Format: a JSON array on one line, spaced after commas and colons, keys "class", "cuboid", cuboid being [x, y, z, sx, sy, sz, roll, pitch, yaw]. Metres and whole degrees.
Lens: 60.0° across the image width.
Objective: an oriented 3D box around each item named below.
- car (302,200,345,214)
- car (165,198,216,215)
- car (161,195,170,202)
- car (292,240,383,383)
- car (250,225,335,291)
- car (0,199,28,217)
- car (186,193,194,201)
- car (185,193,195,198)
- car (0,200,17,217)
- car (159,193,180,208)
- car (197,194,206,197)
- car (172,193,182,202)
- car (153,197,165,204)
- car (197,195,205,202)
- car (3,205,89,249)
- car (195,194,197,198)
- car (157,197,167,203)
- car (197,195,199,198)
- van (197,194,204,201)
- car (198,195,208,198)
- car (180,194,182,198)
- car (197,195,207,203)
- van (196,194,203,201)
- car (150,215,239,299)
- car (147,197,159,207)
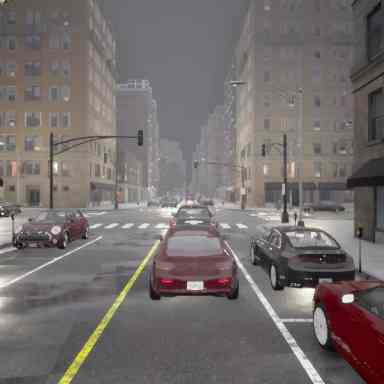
[{"class": "car", "cuboid": [14.647, 1.648, 37.215, 4.674, 1.442, 1.812, 0, 0, 1]}, {"class": "car", "cuboid": [0.071, 1.358, 15.647, 2.097, 1.767, 4.553, 0, 0, 0]}, {"class": "car", "cuboid": [-6.384, 1.559, 80.178, 1.967, 1.590, 4.097, 0, 0, -1]}, {"class": "car", "cuboid": [2.670, 1.545, 3.313, 1.887, 1.381, 4.507, 0, 0, 0]}, {"class": "car", "cuboid": [2.660, 1.553, 8.805, 2.008, 1.369, 4.403, 0, 0, 0]}, {"class": "car", "cuboid": [-17.901, 1.417, 30.262, 4.902, 1.511, 2.128, 0, 0, 0]}, {"class": "car", "cuboid": [-0.642, 1.383, 90.177, 2.150, 2.045, 5.566, 0, 0, -1]}, {"class": "car", "cuboid": [-0.521, 1.342, 79.459, 2.150, 2.045, 5.566, 0, 0, -1]}, {"class": "car", "cuboid": [-16.886, 1.254, 27.010, 4.553, 1.767, 2.097, 0, 0, 0]}, {"class": "car", "cuboid": [-3.254, 1.390, 48.523, 2.097, 1.767, 4.553, 0, 0, -1]}, {"class": "car", "cuboid": [2.324, 1.595, 63.915, 1.752, 1.417, 4.829, 0, 0, -1]}, {"class": "car", "cuboid": [-3.504, 1.336, 77.855, 2.150, 2.045, 5.566, 0, 0, -1]}, {"class": "car", "cuboid": [-6.199, 1.613, 63.655, 1.887, 1.381, 4.507, 0, 0, -1]}, {"class": "car", "cuboid": [2.141, 1.560, 80.265, 1.967, 1.590, 4.097, 0, 0, -1]}, {"class": "car", "cuboid": [-5.874, 1.445, 14.278, 1.967, 1.590, 4.097, 0, 0, 0]}, {"class": "car", "cuboid": [2.265, 1.399, 69.252, 2.192, 1.841, 5.009, 0, 0, -1]}, {"class": "car", "cuboid": [-6.261, 1.665, 69.162, 1.802, 1.307, 4.206, 0, 0, -1]}, {"class": "car", "cuboid": [2.388, 1.622, 58.238, 1.947, 1.339, 4.313, 0, 0, -1]}, {"class": "van", "cuboid": [2.080, 1.481, 85.773, 1.690, 1.788, 3.998, 0, 0, -1]}, {"class": "car", "cuboid": [2.449, 1.590, 52.731, 1.887, 1.381, 4.507, 0, 0, -1]}, {"class": "car", "cuboid": [-3.408, 1.604, 67.325, 1.812, 1.442, 4.674, 0, 0, 0]}, {"class": "car", "cuboid": [2.203, 1.541, 74.759, 1.967, 1.590, 4.097, 0, 0, -1]}, {"class": "van", "cuboid": [2.018, 1.504, 91.279, 1.690, 1.788, 3.998, 0, 0, -1]}, {"class": "car", "cuboid": [0.022, 1.528, 8.321, 1.812, 1.442, 4.674, 0, 0, -1]}, {"class": "car", "cuboid": [-6.075, 1.596, 52.639, 2.008, 1.369, 4.403, 0, 0, -1]}]
